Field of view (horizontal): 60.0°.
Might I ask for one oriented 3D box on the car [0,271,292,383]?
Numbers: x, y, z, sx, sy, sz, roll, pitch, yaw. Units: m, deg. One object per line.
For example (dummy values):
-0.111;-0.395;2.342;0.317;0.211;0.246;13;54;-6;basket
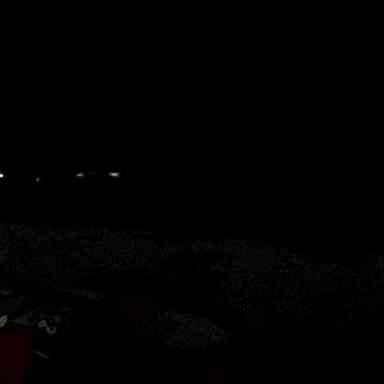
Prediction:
-1.058;1.590;3.715;4.206;1.307;1.802;0;0;36;car
